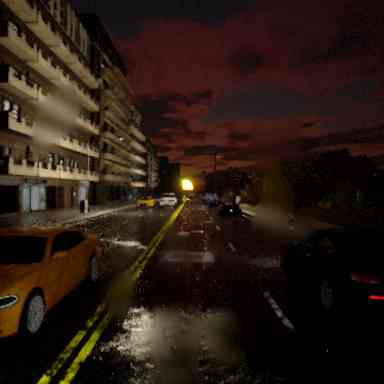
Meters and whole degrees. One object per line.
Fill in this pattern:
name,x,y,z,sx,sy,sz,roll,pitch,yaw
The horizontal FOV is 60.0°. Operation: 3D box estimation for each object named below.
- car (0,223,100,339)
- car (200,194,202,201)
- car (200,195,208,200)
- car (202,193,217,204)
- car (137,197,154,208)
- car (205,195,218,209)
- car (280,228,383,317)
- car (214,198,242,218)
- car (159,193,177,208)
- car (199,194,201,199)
car,-3.350,1.472,6.786,1.882,1.535,5.008,0,0,0
car,3.247,1.532,67.429,1.994,1.385,4.181,0,0,0
car,3.246,1.493,89.430,1.812,1.442,4.674,0,0,0
car,3.248,1.191,56.459,2.150,2.045,5.566,0,0,0
car,-6.578,1.449,47.474,1.882,1.535,5.008,0,0,0
car,3.248,1.476,45.459,2.163,1.488,4.792,0,0,0
car,3.351,1.521,7.335,1.812,1.442,4.674,0,0,0
car,3.348,1.543,30.343,1.994,1.385,4.181,0,0,0
car,-3.332,1.193,47.318,2.150,2.045,5.566,0,0,0
car,3.247,1.530,78.430,1.994,1.385,4.181,0,0,0
